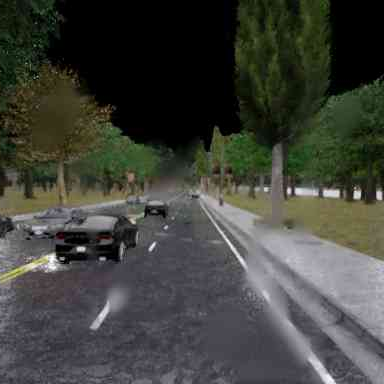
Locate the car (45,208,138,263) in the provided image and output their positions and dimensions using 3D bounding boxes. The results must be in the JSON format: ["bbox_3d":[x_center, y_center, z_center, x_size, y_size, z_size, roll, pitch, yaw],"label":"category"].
[{"bbox_3d":[-3.149,1.470,11.912,1.882,1.535,5.008,0,0,0],"label":"car"}]

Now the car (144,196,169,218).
[{"bbox_3d":[-3.148,1.451,30.285,1.882,1.535,5.008,0,0,0],"label":"car"}]

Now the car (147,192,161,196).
[{"bbox_3d":[-6.545,1.063,57.537,2.150,2.045,5.566,0,0,1],"label":"car"}]

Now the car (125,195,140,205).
[{"bbox_3d":[-9.803,1.363,55.116,1.837,1.490,4.892,0,0,0],"label":"car"}]

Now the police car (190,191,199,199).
[{"bbox_3d":[0.978,1.003,90.493,1.930,1.638,5.238,0,1,0],"label":"police car"}]

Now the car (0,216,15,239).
[{"bbox_3d":[-9.850,1.538,14.444,2.033,1.411,5.357,0,0,0],"label":"car"}]

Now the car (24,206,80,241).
[{"bbox_3d":[-6.598,1.481,16.752,2.128,1.511,4.902,0,0,0],"label":"car"}]
